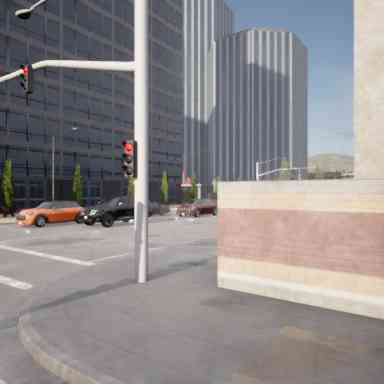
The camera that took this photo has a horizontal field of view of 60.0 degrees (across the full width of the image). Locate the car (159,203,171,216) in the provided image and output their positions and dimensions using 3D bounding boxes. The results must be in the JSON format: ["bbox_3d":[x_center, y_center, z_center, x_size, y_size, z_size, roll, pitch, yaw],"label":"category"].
[{"bbox_3d":[-4.231,1.600,30.910,2.033,1.411,5.357,0,0,36],"label":"car"}]

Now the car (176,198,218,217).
[{"bbox_3d":[0.528,1.405,31.530,2.097,1.767,4.553,0,0,36],"label":"car"}]

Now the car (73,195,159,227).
[{"bbox_3d":[-5.203,1.274,23.562,2.150,2.045,5.566,0,0,36],"label":"car"}]

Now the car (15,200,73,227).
[{"bbox_3d":[-9.758,1.404,23.216,2.097,1.767,4.553,0,0,36],"label":"car"}]

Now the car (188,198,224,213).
[{"bbox_3d":[1.696,1.557,39.139,1.837,1.490,4.892,0,0,36],"label":"car"}]
